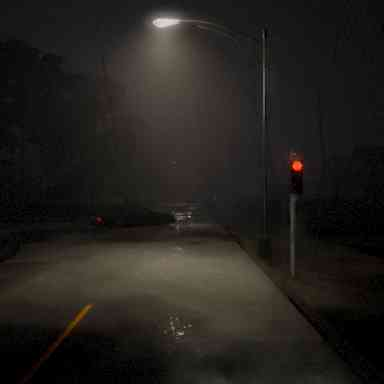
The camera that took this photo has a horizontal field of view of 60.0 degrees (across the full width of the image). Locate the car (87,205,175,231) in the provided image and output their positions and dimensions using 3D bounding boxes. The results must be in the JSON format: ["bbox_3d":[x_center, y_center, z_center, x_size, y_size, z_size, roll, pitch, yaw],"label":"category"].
[{"bbox_3d":[-3.696,1.547,20.694,5.357,1.411,2.033,0,0,-37],"label":"car"}]

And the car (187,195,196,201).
[{"bbox_3d":[-0.083,1.427,77.493,1.895,1.301,4.718,0,0,0],"label":"car"}]

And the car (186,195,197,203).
[{"bbox_3d":[-0.072,1.526,67.460,1.812,1.442,4.674,0,0,0],"label":"car"}]
